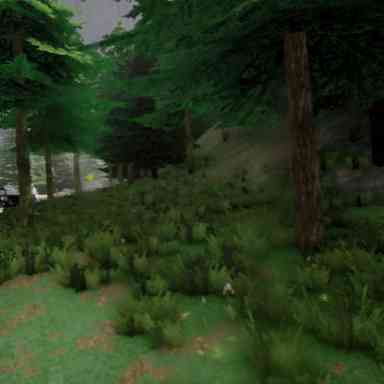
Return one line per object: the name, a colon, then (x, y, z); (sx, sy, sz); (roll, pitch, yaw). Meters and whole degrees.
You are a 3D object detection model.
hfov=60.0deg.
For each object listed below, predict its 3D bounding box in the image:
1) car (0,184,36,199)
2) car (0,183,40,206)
car: (-14.615, 0.494, 26.460); (2.097, 1.767, 4.553); (-4, 3, -3)
car: (-18.214, 0.216, 34.524); (2.150, 2.045, 5.566); (-4, 3, 0)
